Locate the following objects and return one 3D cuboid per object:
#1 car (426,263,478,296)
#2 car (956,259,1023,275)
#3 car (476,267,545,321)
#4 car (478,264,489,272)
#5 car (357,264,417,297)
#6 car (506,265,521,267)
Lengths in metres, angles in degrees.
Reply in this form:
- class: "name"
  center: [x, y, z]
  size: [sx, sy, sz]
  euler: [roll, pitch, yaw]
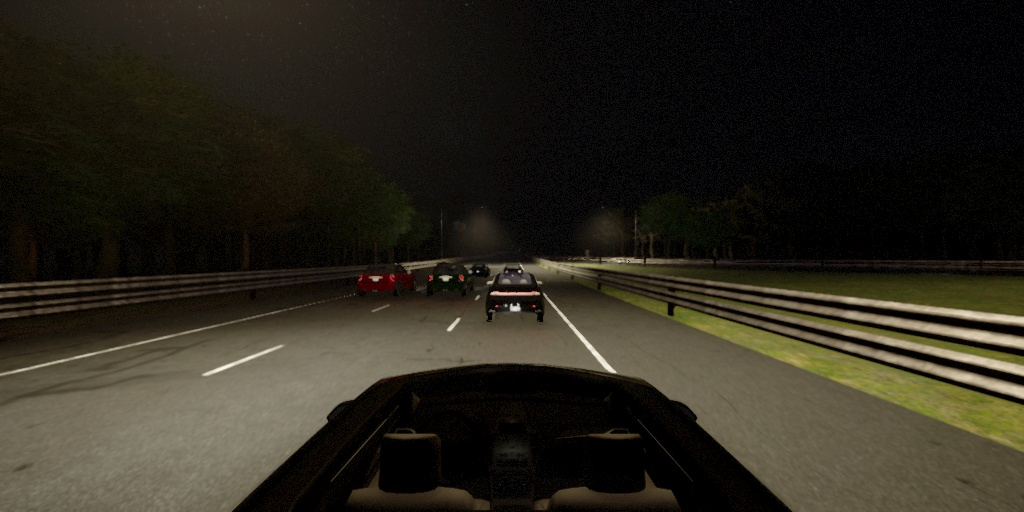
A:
- class: "car"
  center: [-3.394, 1.230, 20.503]
  size: [2.097, 1.767, 4.553]
  euler: [0, 0, 0]
- class: "car"
  center: [44.504, 1.013, 32.918]
  size: [4.792, 1.488, 2.163]
  euler: [0, 0, 36]
- class: "car"
  center: [0.099, 1.322, 12.780]
  size: [2.128, 1.511, 4.902]
  euler: [0, 0, 0]
- class: "car"
  center: [-3.387, 1.485, 37.633]
  size: [1.994, 1.385, 4.181]
  euler: [0, 0, 0]
- class: "car"
  center: [-6.894, 1.229, 20.251]
  size: [2.097, 1.767, 4.553]
  euler: [0, 0, 0]
- class: "car"
  center: [0.112, 1.525, 35.474]
  size: [1.895, 1.301, 4.718]
  euler: [0, 0, 0]
